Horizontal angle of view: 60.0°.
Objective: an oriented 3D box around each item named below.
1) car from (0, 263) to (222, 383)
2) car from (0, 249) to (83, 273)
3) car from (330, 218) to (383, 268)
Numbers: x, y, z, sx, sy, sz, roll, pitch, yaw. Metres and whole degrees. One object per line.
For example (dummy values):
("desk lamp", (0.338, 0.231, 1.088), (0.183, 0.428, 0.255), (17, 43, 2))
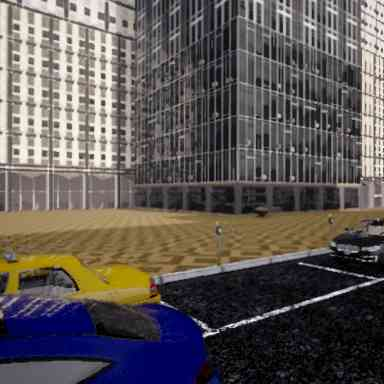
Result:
("car", (-1.901, 1.525, 2.023), (4.674, 1.442, 1.812), (0, 0, -35))
("car", (-2.785, 1.526, 4.573), (4.829, 1.417, 1.752), (0, 0, -35))
("car", (6.362, 1.560, 11.097), (4.403, 1.369, 2.008), (0, 0, -35))
